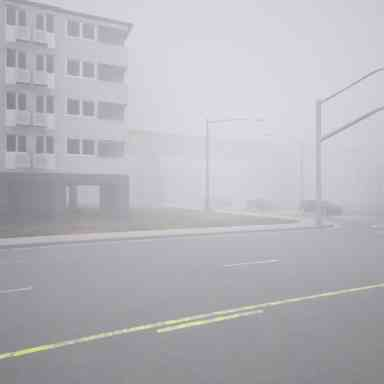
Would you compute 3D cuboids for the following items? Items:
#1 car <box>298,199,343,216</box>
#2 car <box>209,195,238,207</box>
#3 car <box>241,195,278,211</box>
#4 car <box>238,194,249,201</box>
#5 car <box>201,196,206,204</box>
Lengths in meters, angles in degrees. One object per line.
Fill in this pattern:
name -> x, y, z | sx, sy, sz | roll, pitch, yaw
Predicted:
car -> 12.834, 1.505, 33.440 | 1.837, 1.490, 4.892 | 0, 0, -25
car -> 4.676, 1.505, 51.310 | 1.837, 1.490, 4.892 | 0, 0, -21
car -> 8.803, 1.491, 42.015 | 2.128, 1.511, 4.902 | 0, 0, -25
car -> 11.407, 1.540, 75.339 | 2.033, 1.411, 5.357 | 0, 0, 41
car -> 2.728, 1.505, 61.448 | 1.837, 1.490, 4.892 | 0, 0, 3
